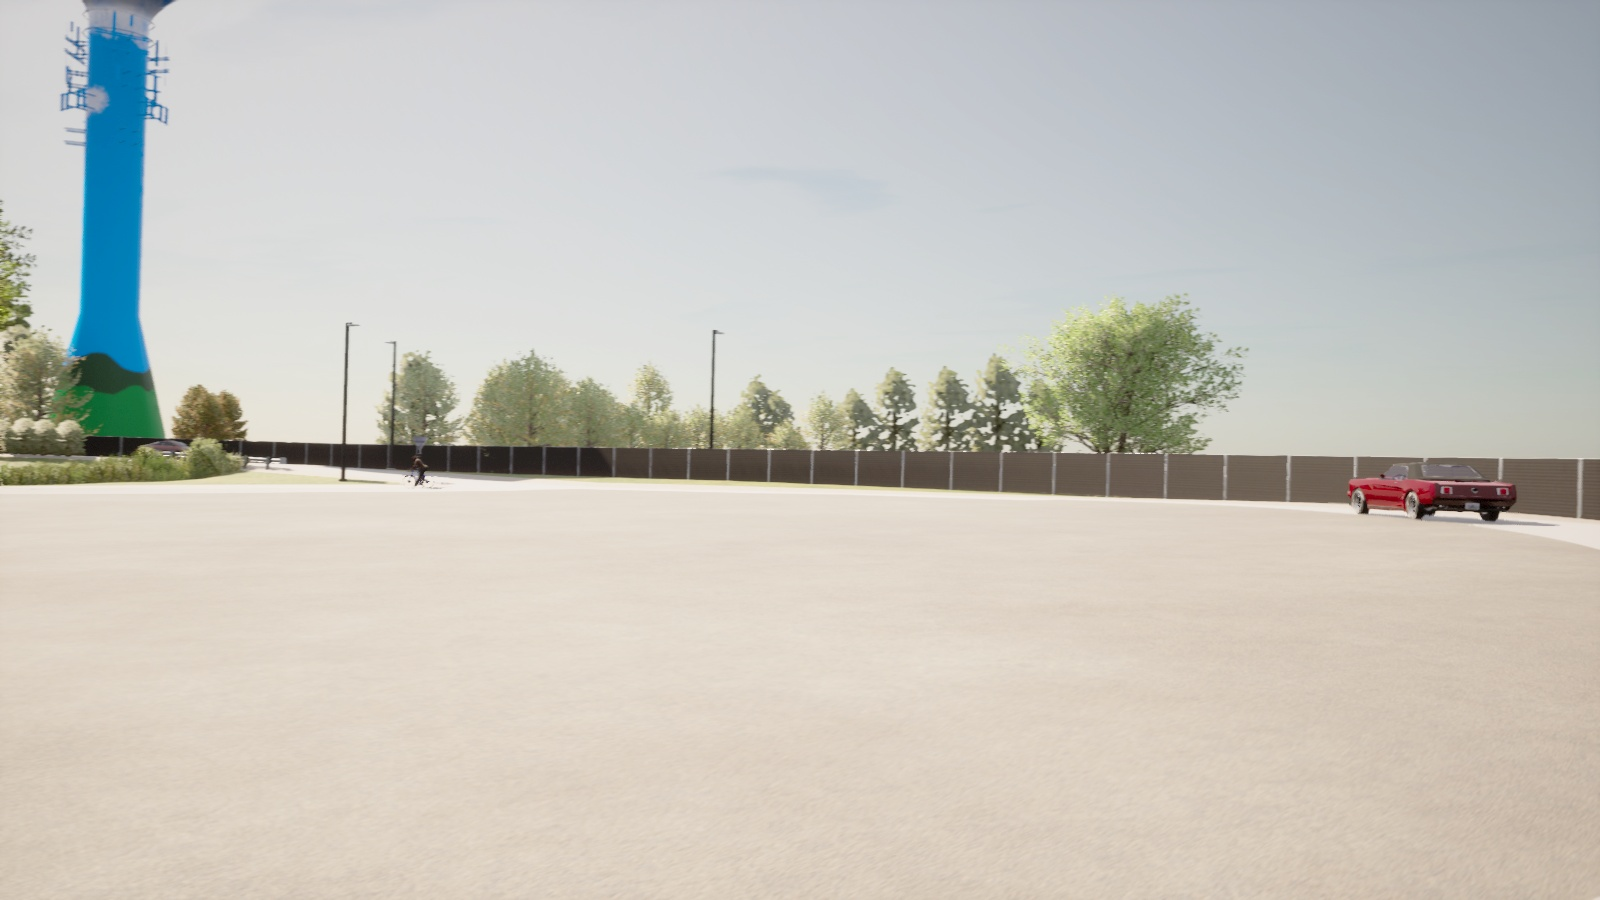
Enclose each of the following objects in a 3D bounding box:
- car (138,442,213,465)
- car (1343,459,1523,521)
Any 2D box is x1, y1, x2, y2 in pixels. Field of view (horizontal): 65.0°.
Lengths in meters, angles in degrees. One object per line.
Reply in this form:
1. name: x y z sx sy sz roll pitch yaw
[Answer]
1. car: -43.268 0.253 87.031 4.181 1.385 1.994 2 -1 2
2. car: 14.608 0.888 29.332 1.895 1.301 4.718 1 -1 1
